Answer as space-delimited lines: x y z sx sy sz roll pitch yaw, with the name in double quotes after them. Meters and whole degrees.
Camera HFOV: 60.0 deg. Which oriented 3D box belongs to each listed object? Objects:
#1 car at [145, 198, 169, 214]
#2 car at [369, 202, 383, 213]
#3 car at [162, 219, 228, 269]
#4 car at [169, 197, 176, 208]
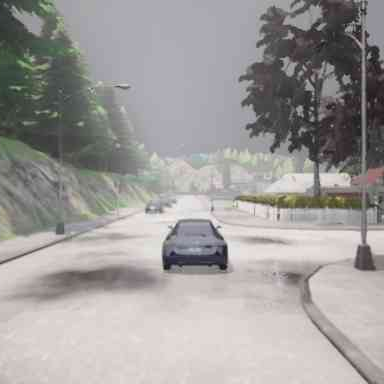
-4.105 1.599 37.326 2.128 1.511 4.902 0 0 0 "car"
15.772 1.390 30.947 1.994 1.381 4.181 0 0 0 "car"
0.091 1.597 11.339 1.994 1.385 4.181 0 0 0 "car"
-4.085 1.695 51.615 2.033 1.411 5.357 0 0 0 "car"
